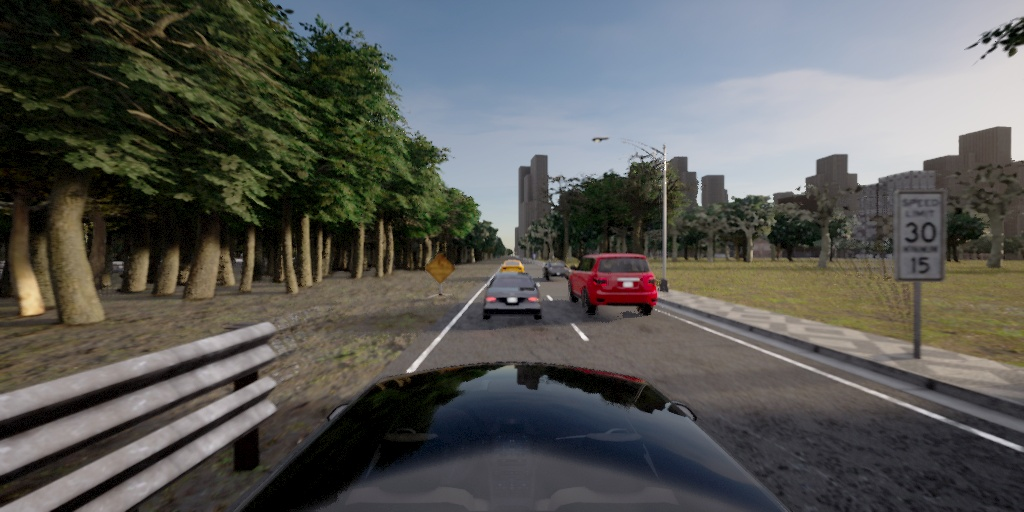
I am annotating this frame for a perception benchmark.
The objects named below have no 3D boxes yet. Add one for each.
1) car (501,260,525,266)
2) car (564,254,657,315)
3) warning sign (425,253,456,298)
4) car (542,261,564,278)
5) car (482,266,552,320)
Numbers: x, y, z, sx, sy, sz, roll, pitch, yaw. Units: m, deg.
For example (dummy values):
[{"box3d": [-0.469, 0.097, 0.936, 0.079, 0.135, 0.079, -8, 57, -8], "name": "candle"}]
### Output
[{"box3d": [0.055, 1.128, 30.888, 1.882, 1.535, 5.008, 0, 1, 0], "name": "car"}, {"box3d": [3.535, 0.933, 13.512, 2.150, 2.045, 5.566, 0, 0, 1], "name": "car"}, {"box3d": [-3.050, 0.819, 15.327, 1.300, 1.860, 1.060, 0, 0, 0], "name": "warning sign"}, {"box3d": [3.547, 1.147, 29.647, 2.128, 1.511, 4.902, 0, 0, 0], "name": "car"}, {"box3d": [0.024, 1.261, 12.483, 2.033, 1.411, 5.357, 0, 0, 1], "name": "car"}]
